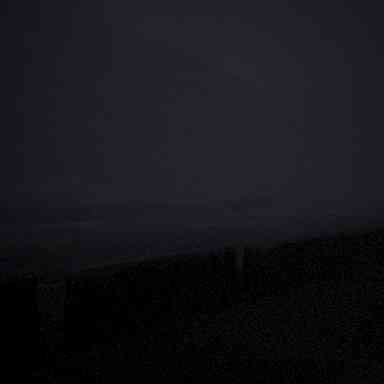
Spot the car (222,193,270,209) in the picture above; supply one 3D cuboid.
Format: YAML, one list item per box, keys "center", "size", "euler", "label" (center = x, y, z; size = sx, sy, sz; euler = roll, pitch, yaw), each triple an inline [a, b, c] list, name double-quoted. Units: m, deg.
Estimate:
- center: [4.697, 0.806, 28.731]
  size: [4.553, 1.767, 2.097]
  euler: [-1, 0, -36]
  label: "car"
